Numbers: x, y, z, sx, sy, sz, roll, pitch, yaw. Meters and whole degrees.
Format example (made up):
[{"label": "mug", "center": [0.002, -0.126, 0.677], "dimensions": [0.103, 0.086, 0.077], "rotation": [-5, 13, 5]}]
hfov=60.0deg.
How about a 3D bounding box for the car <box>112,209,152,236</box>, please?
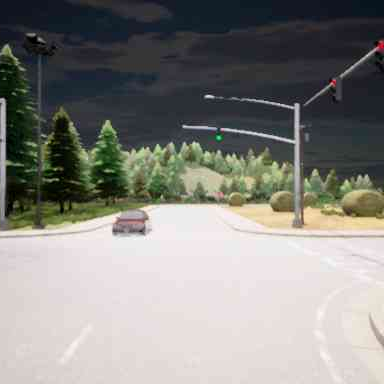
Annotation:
[{"label": "car", "center": [-3.475, 1.781, 19.961], "dimensions": [1.812, 1.442, 4.674], "rotation": [0, 0, 0]}]
